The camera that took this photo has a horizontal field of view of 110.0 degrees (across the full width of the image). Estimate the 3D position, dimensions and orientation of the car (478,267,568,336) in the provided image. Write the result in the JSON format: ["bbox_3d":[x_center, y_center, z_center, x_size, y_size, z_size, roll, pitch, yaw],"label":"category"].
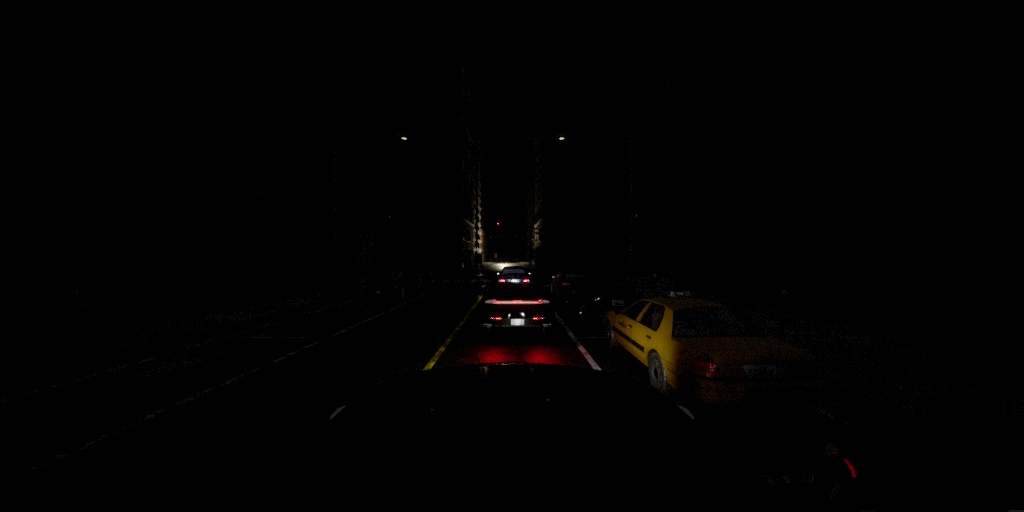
[{"bbox_3d":[0.107,1.239,10.326,2.128,1.511,4.902,0,0,0],"label":"car"}]

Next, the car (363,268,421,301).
[{"bbox_3d":[-5.663,1.290,17.388,1.888,1.381,4.507,0,0,0],"label":"car"}]

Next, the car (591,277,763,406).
[{"bbox_3d":[2.876,1.274,6.384,1.751,1.417,4.829,0,0,0],"label":"car"}]

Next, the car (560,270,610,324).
[{"bbox_3d":[2.879,1.312,11.800,1.948,1.339,4.313,0,0,0],"label":"car"}]

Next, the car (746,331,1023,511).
[{"bbox_3d":[2.872,1.301,0.628,2.007,1.370,4.403,0,0,0],"label":"car"}]
